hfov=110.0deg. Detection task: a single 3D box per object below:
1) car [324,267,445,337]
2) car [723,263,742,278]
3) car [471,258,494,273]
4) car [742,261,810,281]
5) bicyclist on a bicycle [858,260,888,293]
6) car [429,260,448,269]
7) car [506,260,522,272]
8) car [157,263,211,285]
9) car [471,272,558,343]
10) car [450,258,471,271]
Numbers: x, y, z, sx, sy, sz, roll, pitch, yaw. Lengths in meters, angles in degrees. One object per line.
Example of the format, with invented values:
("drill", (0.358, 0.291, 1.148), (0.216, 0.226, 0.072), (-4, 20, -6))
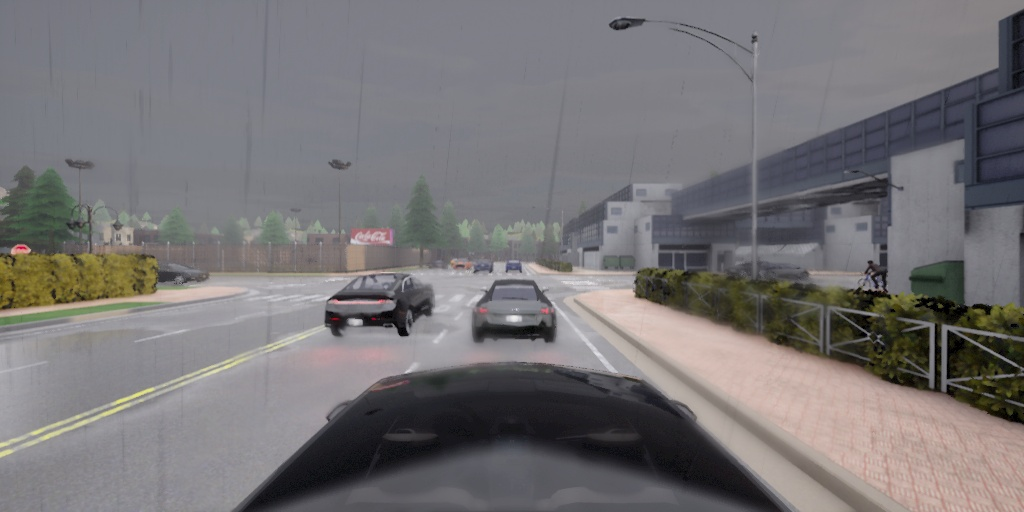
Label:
("car", (-3.467, 1.236, 10.260), (2.128, 1.511, 4.902), (0, 0, -1))
("car", (22.238, 1.235, 33.146), (4.892, 1.490, 1.837), (0, 0, 0))
("car", (-3.281, 1.076, 43.015), (2.097, 1.767, 4.553), (0, 0, 0))
("car", (21.985, 1.296, 29.646), (4.181, 1.385, 1.994), (0, 0, 0))
("bicyclist on a bicycle", (18.320, 1.043, 18.166), (0.582, 1.620, 1.656), (0, 0, 0))
("car", (-10.398, 1.283, 50.708), (1.994, 1.385, 4.181), (0, 0, 1))
("car", (0.235, 1.200, 44.864), (1.882, 1.535, 5.008), (0, 0, 0))
("car", (-24.139, 1.223, 25.338), (4.892, 1.490, 1.837), (0, 0, 0))
("car", (0.071, 1.309, 9.676), (1.994, 1.385, 4.181), (0, 0, 1))
("car", (-6.905, 1.072, 49.919), (2.097, 1.767, 4.553), (0, 0, 1))
